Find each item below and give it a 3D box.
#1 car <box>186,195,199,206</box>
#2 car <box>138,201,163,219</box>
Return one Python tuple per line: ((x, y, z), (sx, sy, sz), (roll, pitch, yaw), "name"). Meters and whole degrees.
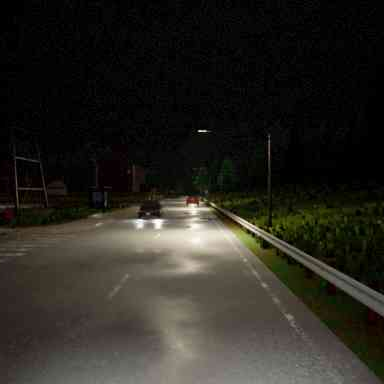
((0.100, 1.351, 56.232), (2.097, 1.767, 4.553), (0, 0, 0), "car")
((-3.578, 1.525, 29.379), (1.812, 1.442, 4.674), (0, 0, 0), "car")
